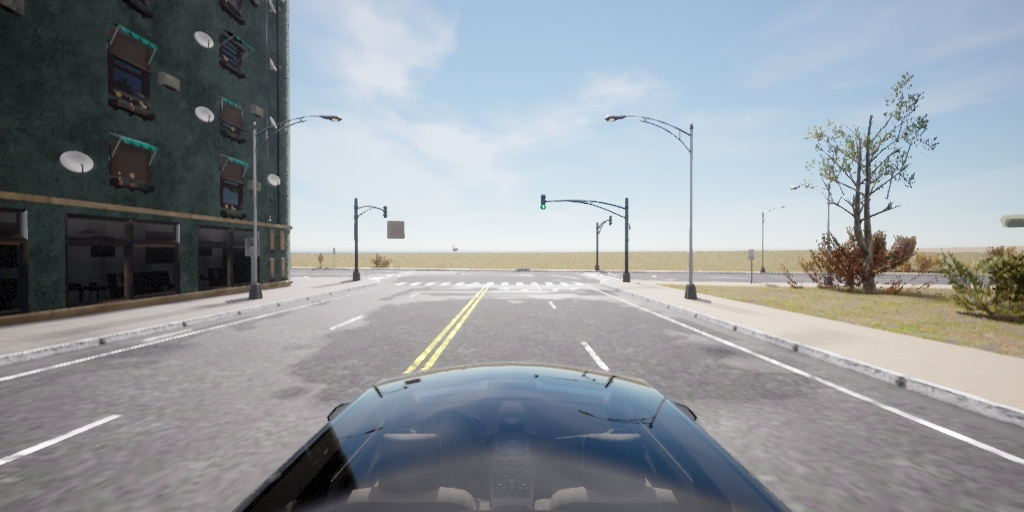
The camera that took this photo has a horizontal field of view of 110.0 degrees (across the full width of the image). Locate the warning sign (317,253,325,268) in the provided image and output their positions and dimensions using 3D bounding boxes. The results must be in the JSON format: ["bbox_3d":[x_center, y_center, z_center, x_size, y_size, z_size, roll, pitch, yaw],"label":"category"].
[{"bbox_3d":[-23.468,0.561,43.935,1.060,1.860,1.300,0,0,1],"label":"warning sign"}]
